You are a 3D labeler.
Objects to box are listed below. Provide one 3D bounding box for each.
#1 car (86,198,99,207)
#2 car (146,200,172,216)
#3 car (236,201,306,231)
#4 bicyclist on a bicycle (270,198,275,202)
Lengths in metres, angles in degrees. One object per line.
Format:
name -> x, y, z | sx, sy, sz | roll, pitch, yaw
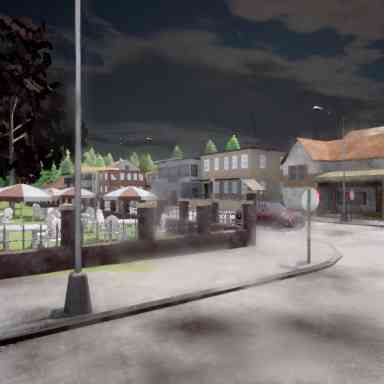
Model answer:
car -> -15.984, 1.219, 50.227 | 2.150, 2.045, 5.566 | 0, 0, -35
car -> -3.740, 1.526, 32.846 | 1.812, 1.442, 4.674 | 0, 0, -36
car -> 4.815, 1.352, 20.808 | 2.097, 1.767, 4.553 | 0, 0, -35
bicyclist on a bicycle -> 7.565, 1.349, 31.435 | 1.656, 1.620, 0.582 | 0, 0, -35
